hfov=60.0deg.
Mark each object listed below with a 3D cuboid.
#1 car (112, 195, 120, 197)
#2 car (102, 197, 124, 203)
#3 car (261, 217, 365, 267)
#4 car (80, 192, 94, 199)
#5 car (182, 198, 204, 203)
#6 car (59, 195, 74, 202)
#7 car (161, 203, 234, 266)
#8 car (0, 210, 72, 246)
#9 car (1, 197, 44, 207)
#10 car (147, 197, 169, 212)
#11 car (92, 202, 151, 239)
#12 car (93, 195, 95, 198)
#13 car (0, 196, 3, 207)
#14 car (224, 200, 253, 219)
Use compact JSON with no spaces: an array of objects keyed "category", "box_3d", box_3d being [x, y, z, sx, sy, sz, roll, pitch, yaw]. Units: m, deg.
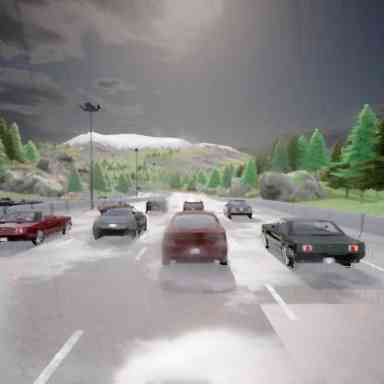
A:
[{"category":"car","box_3d":[-17.388,1.409,75.868,1.882,1.535,5.008,0,-1,0]},{"category":"car","box_3d":[-6.869,1.367,29.755,1.895,1.301,4.718,0,0,0]},{"category":"car","box_3d":[3.590,1.475,10.888,1.895,1.301,4.718,0,1,0]},{"category":"car","box_3d":[-24.385,0.943,77.659,2.150,2.045,5.566,0,-1,0]},{"category":"car","box_3d":[0.133,1.257,31.007,2.128,1.511,4.902,0,0,0]},{"category":"car","box_3d":[-27.891,1.508,74.234,1.882,1.535,5.008,0,-1,0]},{"category":"car","box_3d":[0.091,1.349,11.089,1.882,1.535,5.008,0,1,0]},{"category":"car","box_3d":[-6.895,1.441,14.448,1.895,1.301,4.718,0,0,0]},{"category":"car","box_3d":[-17.550,1.359,35.045,1.895,1.301,4.718,0,0,0]},{"category":"car","box_3d":[-3.363,1.241,32.494,1.882,1.535,5.008,0,0,0]},{"category":"car","box_3d":[-3.391,1.391,16.254,1.994,1.385,4.181,0,0,0]},{"category":"car","box_3d":[-20.885,1.314,77.649,1.895,1.301,4.718,0,-1,0]},{"category":"car","box_3d":[-21.043,1.262,36.136,1.837,1.490,4.892,0,0,0]},{"category":"car","box_3d":[3.621,1.324,26.689,2.033,1.411,5.357,0,0,0]}]
